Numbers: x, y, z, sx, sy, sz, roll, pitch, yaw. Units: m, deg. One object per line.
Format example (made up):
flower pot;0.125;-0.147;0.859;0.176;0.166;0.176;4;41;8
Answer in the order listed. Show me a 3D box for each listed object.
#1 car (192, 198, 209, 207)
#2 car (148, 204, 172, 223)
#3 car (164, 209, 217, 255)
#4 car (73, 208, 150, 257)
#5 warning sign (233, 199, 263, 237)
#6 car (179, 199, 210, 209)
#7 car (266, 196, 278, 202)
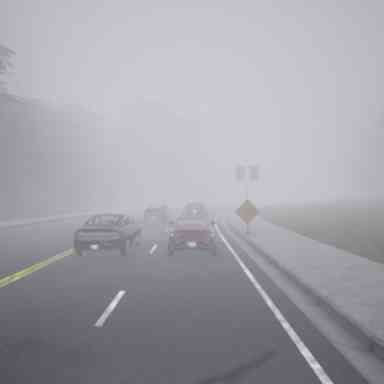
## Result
car;1.714;2.058;66.181;1.882;1.535;5.008;-1;-1;20
car;-2.837;1.781;28.405;2.128;1.511;4.902;0;0;5
car;0.031;1.672;13.909;1.812;1.442;4.674;0;0;1
car;-3.225;1.635;13.514;2.128;1.511;4.902;0;0;0
warning sign;2.834;1.294;17.003;1.300;1.860;1.060;-1;-2;0
car;0.406;1.632;28.165;2.097;1.767;4.553;0;-1;5
car;21.600;1.954;89.686;1.837;1.490;4.892;-1;0;33
